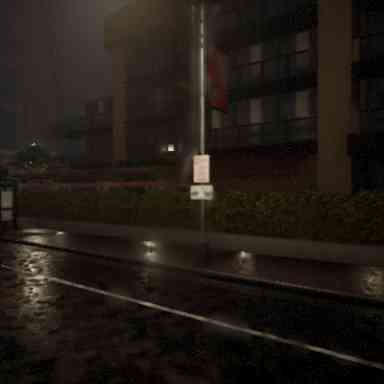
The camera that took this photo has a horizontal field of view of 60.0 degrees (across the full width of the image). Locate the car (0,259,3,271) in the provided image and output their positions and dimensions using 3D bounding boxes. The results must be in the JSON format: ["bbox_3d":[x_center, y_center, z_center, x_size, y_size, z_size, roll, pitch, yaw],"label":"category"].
[{"bbox_3d":[-7.209,1.544,9.043,5.357,1.411,2.033,0,0,36],"label":"car"}]
